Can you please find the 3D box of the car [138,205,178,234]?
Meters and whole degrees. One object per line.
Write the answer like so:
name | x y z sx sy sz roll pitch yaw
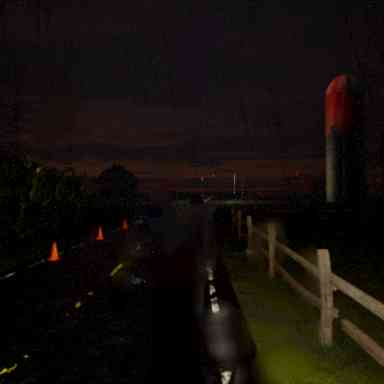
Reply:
car | -1.955 1.555 20.101 1.882 1.535 5.008 0 0 3

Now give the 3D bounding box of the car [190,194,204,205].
car | 1.075 1.497 66.184 2.150 2.045 5.566 0 0 8

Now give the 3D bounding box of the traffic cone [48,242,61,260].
traffic cone | -4.668 1.997 11.305 0.340 0.580 0.340 0 0 2

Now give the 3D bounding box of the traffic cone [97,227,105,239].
traffic cone | -4.510 2.017 16.329 0.340 0.580 0.340 0 0 2
